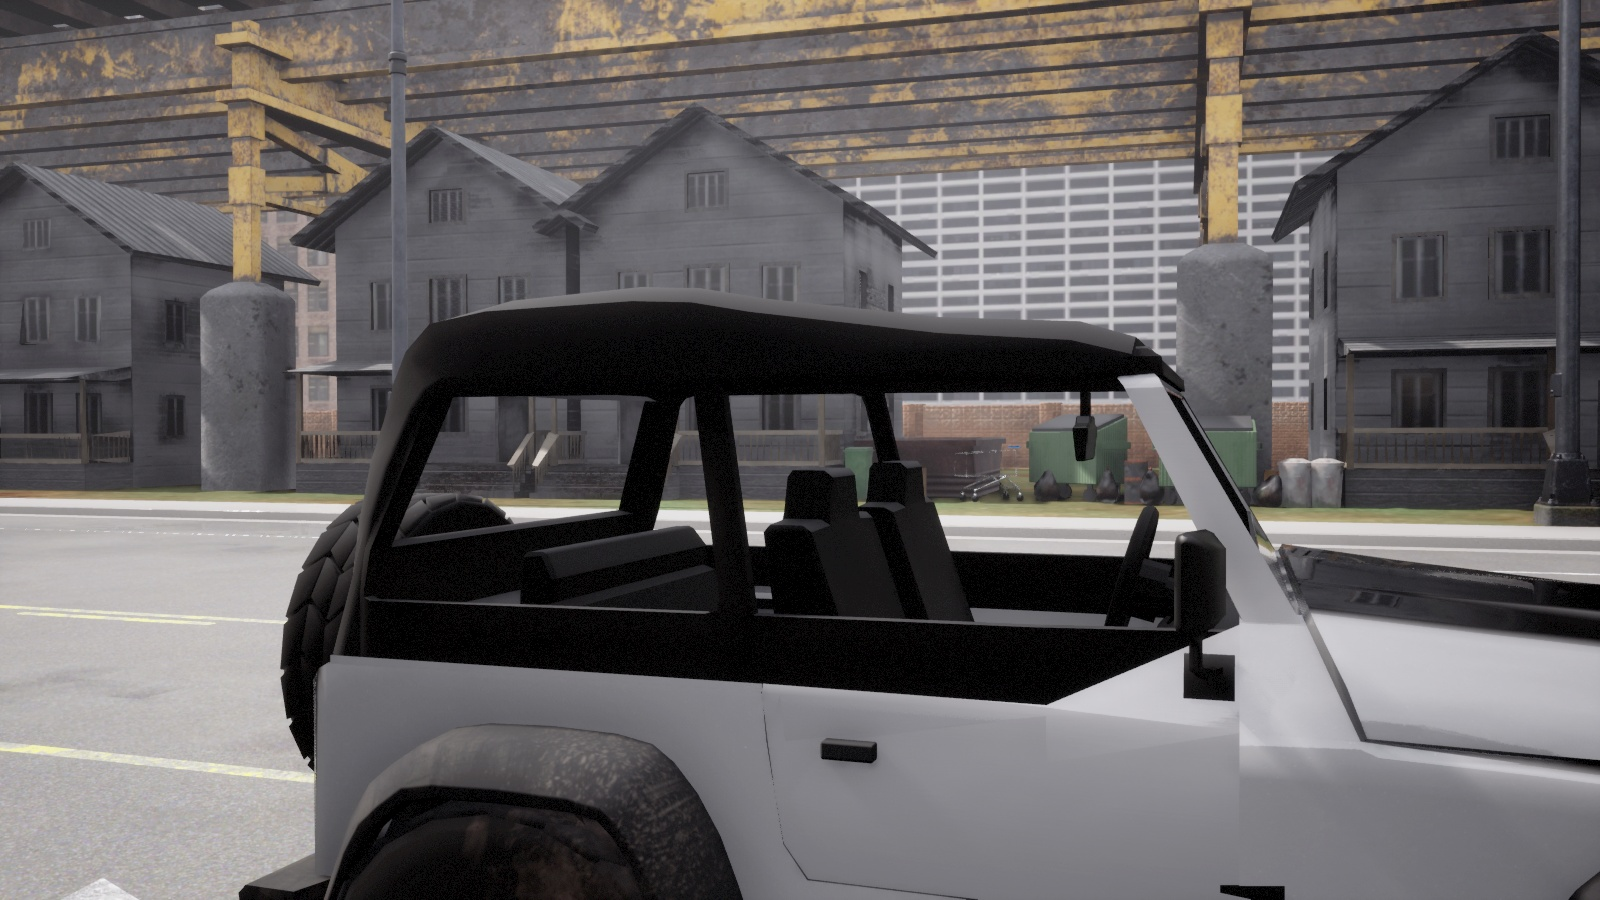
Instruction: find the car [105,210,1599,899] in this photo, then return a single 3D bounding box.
[{"bbox_3d":[0.641,0.577,2.981,3.866,1.878,1.905,1,1,19],"label":"car"}]
